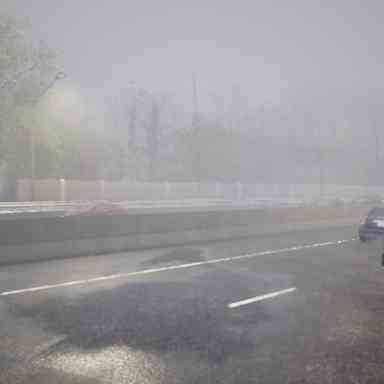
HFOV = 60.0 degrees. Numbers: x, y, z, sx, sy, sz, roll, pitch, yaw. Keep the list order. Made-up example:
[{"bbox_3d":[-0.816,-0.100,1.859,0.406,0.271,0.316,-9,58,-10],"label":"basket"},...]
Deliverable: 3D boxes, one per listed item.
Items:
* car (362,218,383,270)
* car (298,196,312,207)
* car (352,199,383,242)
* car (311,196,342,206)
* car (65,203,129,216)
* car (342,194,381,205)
[{"bbox_3d":[6.776,1.493,8.582,4.902,1.511,2.128,0,0,-36],"label":"car"},{"bbox_3d":[16.706,1.377,45.986,4.553,1.767,2.097,0,0,-35],"label":"car"},{"bbox_3d":[9.436,1.355,14.780,4.553,1.767,2.097,0,0,-36],"label":"car"},{"bbox_3d":[17.812,1.530,42.486,4.892,1.490,1.837,0,0,-35],"label":"car"},{"bbox_3d":[-7.033,1.528,24.773,4.674,1.442,1.812,0,0,-36],"label":"car"},{"bbox_3d":[21.111,1.250,40.535,5.566,2.045,2.150,0,0,-35],"label":"car"}]
